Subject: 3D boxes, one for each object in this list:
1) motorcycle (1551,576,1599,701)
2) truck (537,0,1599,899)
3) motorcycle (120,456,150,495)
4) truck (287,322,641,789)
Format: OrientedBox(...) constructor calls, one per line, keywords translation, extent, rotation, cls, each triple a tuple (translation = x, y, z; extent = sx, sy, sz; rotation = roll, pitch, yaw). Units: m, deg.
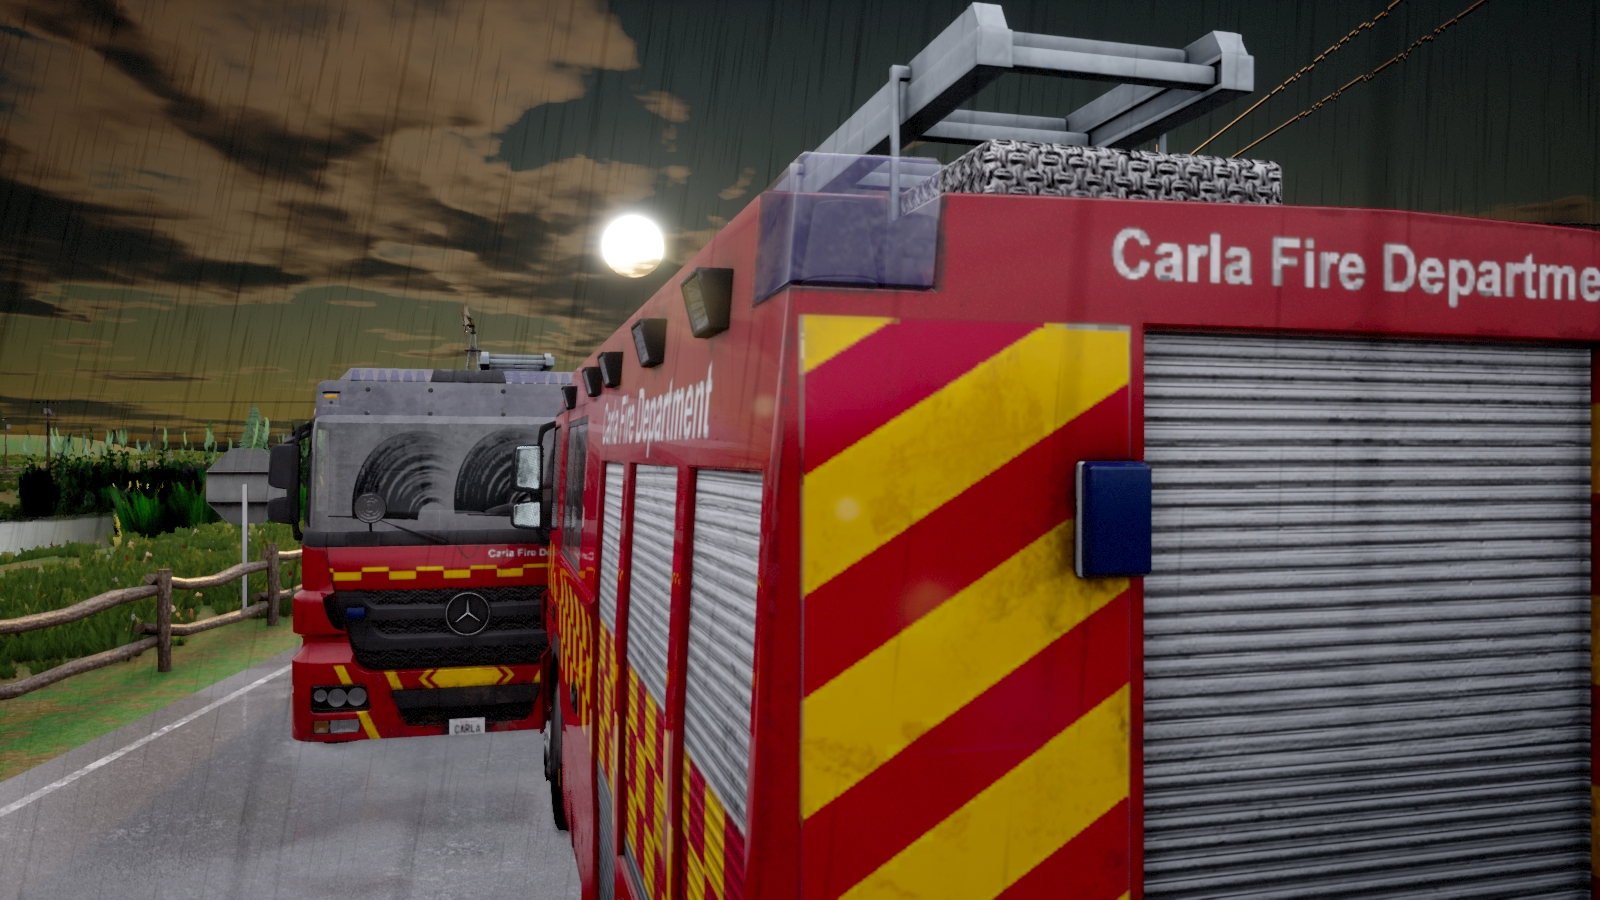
OrientedBox(translation=(9.774, 2.142, 13.106), extent=(1.805, 1.316, 0.856), rotation=(0, 0, -7), cls="motorcycle")
OrientedBox(translation=(0.080, 0.867, 6.874), extent=(2.891, 3.827, 8.468), rotation=(0, 0, -15), cls="truck")
OrientedBox(translation=(-41.391, 1.577, 71.120), extent=(0.803, 2.348, 2.033), rotation=(0, 0, -4), cls="motorcycle")
OrientedBox(translation=(-3.920, 0.862, 13.840), extent=(2.891, 3.827, 8.468), rotation=(0, 0, -15), cls="truck")
